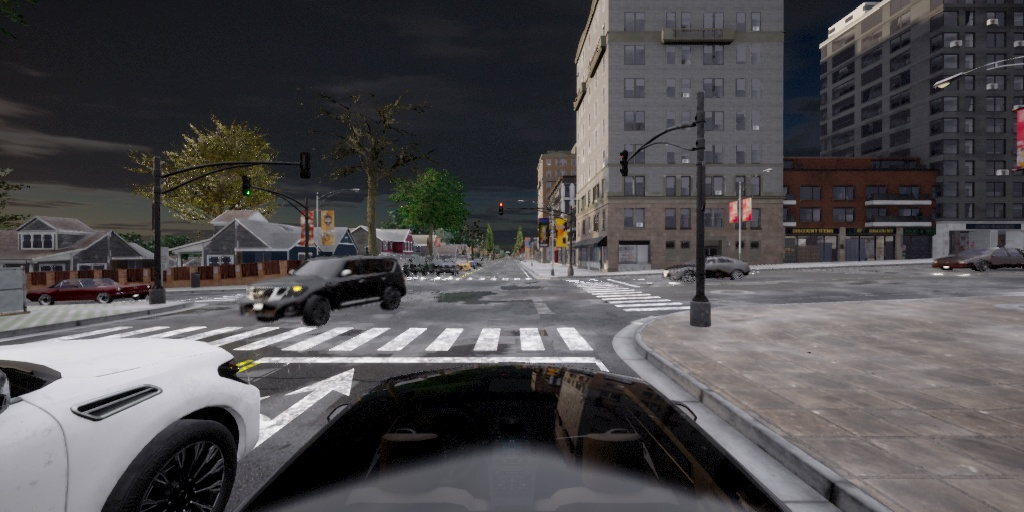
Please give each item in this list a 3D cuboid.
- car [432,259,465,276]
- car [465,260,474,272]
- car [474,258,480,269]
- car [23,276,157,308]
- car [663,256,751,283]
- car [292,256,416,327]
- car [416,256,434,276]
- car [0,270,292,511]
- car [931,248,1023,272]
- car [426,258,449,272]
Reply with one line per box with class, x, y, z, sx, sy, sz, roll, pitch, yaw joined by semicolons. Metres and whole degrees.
car;-6.633;1.316;37.900;2.033;1.411;5.357;0;0;0
car;-6.642;1.261;47.692;1.882;1.535;5.008;0;0;0
car;-6.646;1.333;57.029;1.812;1.442;4.674;0;0;0
car;-21.640;1.807;18.534;4.718;1.301;1.895;-2;0;0
car;11.803;0.803;21.880;4.902;1.511;2.128;-2;0;0
car;-5.875;1.003;12.133;2.150;2.045;5.566;-1;-1;18
car;-9.880;0.991;38.593;2.150;2.045;5.566;0;0;0
car;-3.145;0.972;0.558;2.150;2.045;5.566;0;0;0
car;29.225;0.197;21.948;5.357;1.411;2.033;-2;0;0
car;-9.890;1.136;48.065;2.097;1.767;4.553;0;0;0
